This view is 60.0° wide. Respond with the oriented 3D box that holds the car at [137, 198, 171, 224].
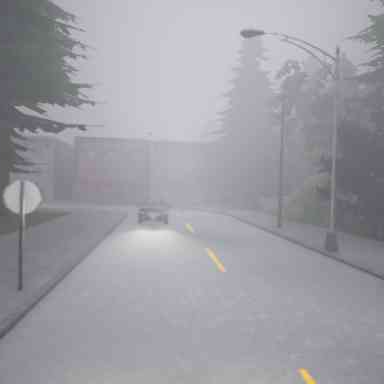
[{"bbox_3d":[-2.461,1.160,21.450,2.128,1.511,4.902,2,1,-6],"label":"car"}]
